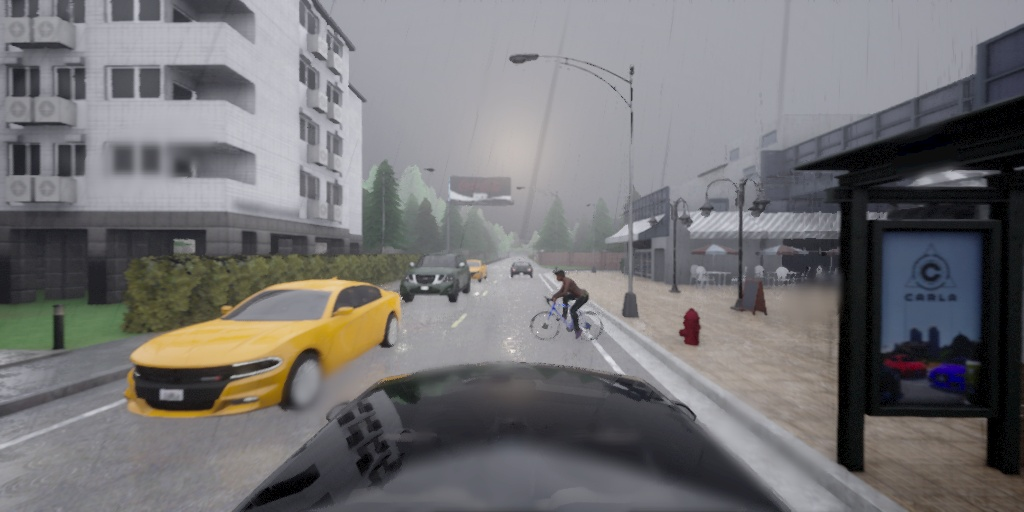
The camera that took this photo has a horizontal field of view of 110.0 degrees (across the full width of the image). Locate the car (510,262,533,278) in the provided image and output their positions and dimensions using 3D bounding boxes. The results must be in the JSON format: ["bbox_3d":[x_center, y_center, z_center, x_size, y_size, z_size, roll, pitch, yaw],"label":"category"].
[{"bbox_3d":[0.830,1.138,31.173,1.895,1.301,4.718,0,0,1],"label":"car"}]

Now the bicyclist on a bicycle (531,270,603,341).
[{"bbox_3d":[1.244,1.139,8.150,1.656,1.620,0.582,0,0,1],"label":"bicyclist on a bicycle"}]

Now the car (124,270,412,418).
[{"bbox_3d":[-3.517,1.177,6.269,1.882,1.535,5.008,0,0,2],"label":"car"}]

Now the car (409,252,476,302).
[{"bbox_3d":[-3.242,0.847,16.392,2.150,2.045,5.566,0,0,2],"label":"car"}]

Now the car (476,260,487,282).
[{"bbox_3d":[-2.949,1.031,26.402,1.882,1.535,5.008,0,0,2],"label":"car"}]
